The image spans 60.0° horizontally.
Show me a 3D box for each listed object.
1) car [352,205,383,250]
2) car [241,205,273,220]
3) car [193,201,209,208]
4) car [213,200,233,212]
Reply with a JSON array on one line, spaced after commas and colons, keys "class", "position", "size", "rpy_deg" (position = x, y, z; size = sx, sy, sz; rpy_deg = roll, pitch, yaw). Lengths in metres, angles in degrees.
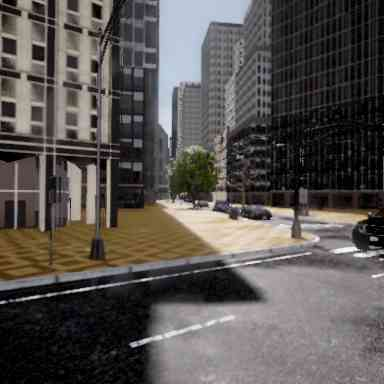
[{"class": "car", "position": [9.127, 1.486, 14.256], "size": [5.566, 2.045, 2.150], "rpy_deg": [1, -1, -37]}, {"class": "car", "position": [6.452, 2.015, 33.759], "size": [2.033, 1.411, 5.357], "rpy_deg": [1, -1, -7]}, {"class": "car", "position": [2.188, 2.491, 67.555], "size": [2.033, 1.411, 5.357], "rpy_deg": [1, -1, -7]}, {"class": "car", "position": [4.533, 2.019, 48.706], "size": [2.097, 1.767, 4.553], "rpy_deg": [1, -1, -7]}]
